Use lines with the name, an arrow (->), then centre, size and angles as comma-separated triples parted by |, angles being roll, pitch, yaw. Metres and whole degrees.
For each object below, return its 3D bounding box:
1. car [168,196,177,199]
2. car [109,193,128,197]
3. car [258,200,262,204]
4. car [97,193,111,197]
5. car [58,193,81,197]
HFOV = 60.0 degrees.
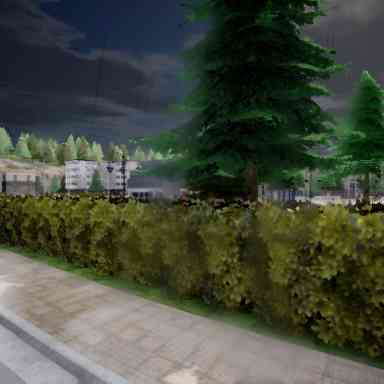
car -> -3.305, 1.374, 56.063 | 1.845, 1.501, 3.633 | 0, 0, 43
car -> -10.572, 1.384, 52.725 | 1.970, 1.475, 3.806 | 0, 0, 43
car -> 9.644, 1.352, 44.205 | 2.097, 1.767, 4.553 | 0, 0, 43
car -> -16.701, 1.097, 68.943 | 1.932, 1.855, 4.605 | 0, 0, 43
car -> -28.382, 1.154, 79.442 | 2.152, 1.636, 5.027 | 0, 0, 43
